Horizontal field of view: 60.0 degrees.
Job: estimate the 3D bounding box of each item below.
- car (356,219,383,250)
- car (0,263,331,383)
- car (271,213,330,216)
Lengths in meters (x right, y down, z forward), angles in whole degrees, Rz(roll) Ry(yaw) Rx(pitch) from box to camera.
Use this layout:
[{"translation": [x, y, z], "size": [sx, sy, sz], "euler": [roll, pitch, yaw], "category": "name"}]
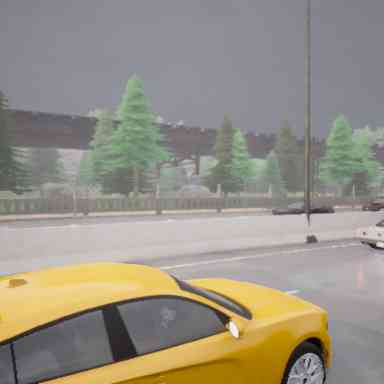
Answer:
[{"translation": [8.623, 1.563, 12.700], "size": [4.718, 1.301, 1.895], "euler": [0, 0, -27], "category": "car"}, {"translation": [-0.716, 1.457, 3.141], "size": [5.008, 1.535, 1.882], "euler": [0, 0, -35], "category": "car"}, {"translation": [8.116, 1.377, 24.357], "size": [5.008, 1.535, 1.882], "euler": [0, 0, -26], "category": "car"}]
